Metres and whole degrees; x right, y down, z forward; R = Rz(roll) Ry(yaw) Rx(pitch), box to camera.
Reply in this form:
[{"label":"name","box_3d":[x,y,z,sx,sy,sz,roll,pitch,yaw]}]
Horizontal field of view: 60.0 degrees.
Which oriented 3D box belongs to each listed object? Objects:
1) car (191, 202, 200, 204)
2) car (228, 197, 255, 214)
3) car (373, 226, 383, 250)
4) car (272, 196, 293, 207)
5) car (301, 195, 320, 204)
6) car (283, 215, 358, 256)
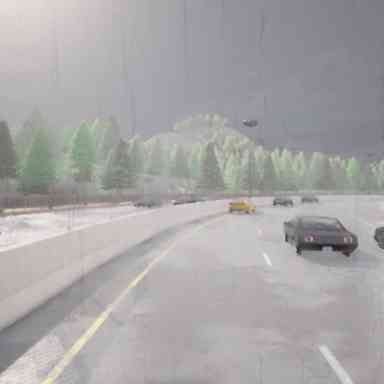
[{"label":"car","box_3d":[1.788,1.231,40.569,1.882,1.535,5.008,0,0,25]},{"label":"car","box_3d":[5.063,1.297,33.500,1.882,1.535,5.008,0,0,21]},{"label":"car","box_3d":[7.920,1.527,10.955,2.033,1.411,5.357,0,0,8]},{"label":"car","box_3d":[13.029,1.272,47.500,2.128,1.511,4.902,1,1,33]},{"label":"car","box_3d":[20.988,1.257,59.065,1.837,1.490,4.892,1,0,41]},{"label":"car","box_3d":[4.706,1.547,12.922,1.895,1.301,4.718,0,0,9]}]
